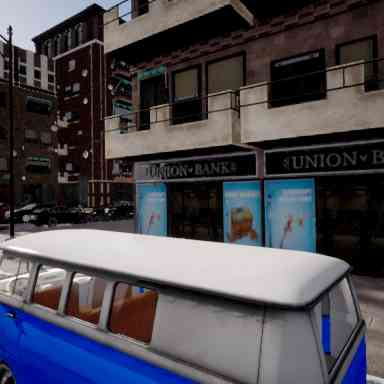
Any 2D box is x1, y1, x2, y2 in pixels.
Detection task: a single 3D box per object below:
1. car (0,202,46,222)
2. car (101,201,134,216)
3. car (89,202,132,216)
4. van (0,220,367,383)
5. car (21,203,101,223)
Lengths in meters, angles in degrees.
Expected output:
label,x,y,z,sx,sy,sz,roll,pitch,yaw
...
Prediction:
label,x,y,z,sx,sy,sz,roll,pitch,yaw
car,-12.462,1.636,26.961,1.837,1.490,4.892,-1,-1,36
car,-6.919,1.675,34.563,2.128,1.511,4.902,-1,-1,36
car,-8.799,1.799,36.389,1.947,1.339,4.313,-2,-1,36
van,-0.491,1.342,3.200,3.998,1.788,1.690,0,-1,35
car,-8.668,1.584,22.338,1.947,1.339,4.313,-2,-1,36
